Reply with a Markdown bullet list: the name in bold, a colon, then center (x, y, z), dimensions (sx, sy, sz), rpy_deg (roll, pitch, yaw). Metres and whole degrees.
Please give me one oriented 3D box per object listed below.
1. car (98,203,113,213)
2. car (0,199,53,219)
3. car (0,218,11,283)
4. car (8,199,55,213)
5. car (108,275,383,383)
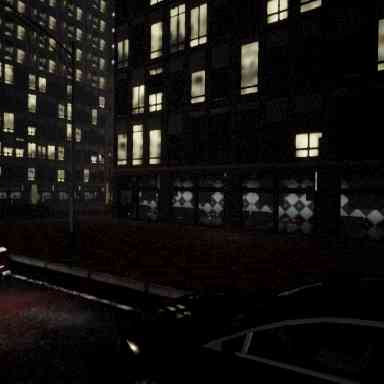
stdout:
- **car**: center (-8.888, 1.828, 39.783), dimensions (1.752, 1.417, 4.829), rpy_deg (1, 0, 36)
- **car**: center (-15.671, 1.517, 30.561), dimensions (2.192, 1.841, 5.009), rpy_deg (1, 0, 36)
- **car**: center (-6.376, 1.487, 8.203), dimensions (4.902, 1.511, 2.128), rpy_deg (0, 0, 36)
- **car**: center (-19.183, 1.641, 39.931), dimensions (1.752, 1.417, 4.829), rpy_deg (1, 0, 36)
- **car**: center (1.392, 1.491, 2.687), dimensions (4.902, 1.511, 2.128), rpy_deg (0, 0, 35)
